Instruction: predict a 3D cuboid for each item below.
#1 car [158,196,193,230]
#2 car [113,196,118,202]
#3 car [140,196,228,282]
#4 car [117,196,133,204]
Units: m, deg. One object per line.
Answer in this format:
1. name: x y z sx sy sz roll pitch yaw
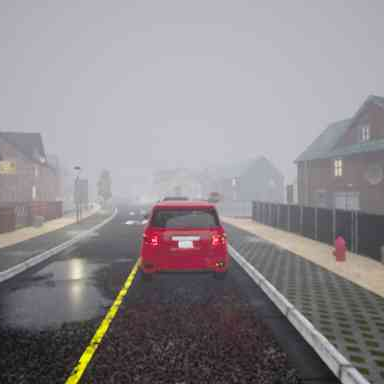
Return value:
1. car: -1.010 1.306 23.237 2.150 2.045 5.566 0 0 0
2. car: -18.507 1.746 82.973 1.882 1.535 5.008 1 -1 -23
3. car: -0.301 1.259 10.063 2.150 2.045 5.566 0 0 -3
4. car: -14.466 1.842 73.300 2.033 1.411 5.357 1 -1 -22
